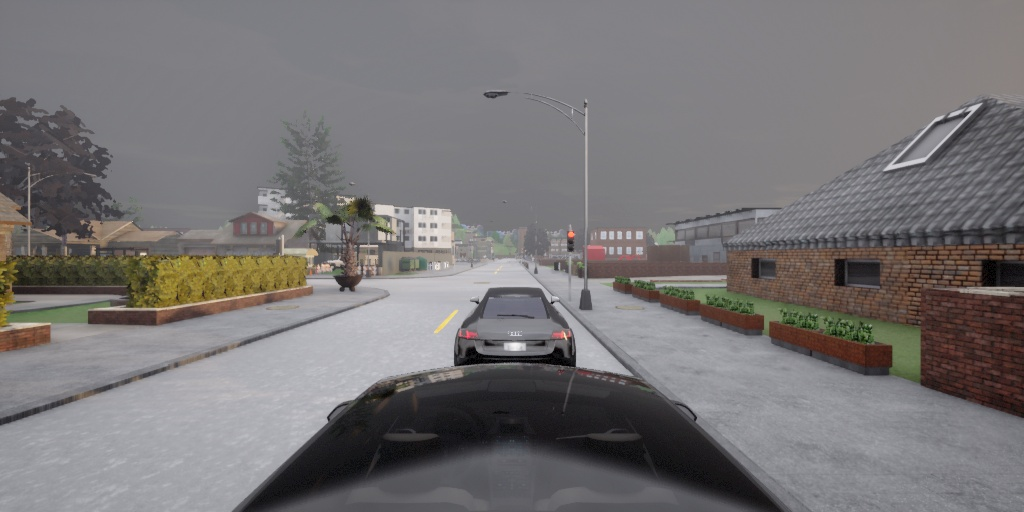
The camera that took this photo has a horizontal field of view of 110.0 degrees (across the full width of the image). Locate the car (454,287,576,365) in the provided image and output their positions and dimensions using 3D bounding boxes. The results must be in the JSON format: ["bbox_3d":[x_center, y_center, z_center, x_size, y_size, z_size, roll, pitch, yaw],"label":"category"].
[{"bbox_3d":[0.059,1.314,7.326,1.994,1.385,4.181,0,0,0],"label":"car"}]

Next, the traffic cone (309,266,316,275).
[{"bbox_3d":[-19.799,1.568,35.259,0.344,0.586,0.344,0,0,0],"label":"traffic cone"}]

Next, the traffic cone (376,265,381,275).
[{"bbox_3d":[-15.391,1.558,40.712,0.344,0.586,0.344,0,0,0],"label":"traffic cone"}]

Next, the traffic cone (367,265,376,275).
[{"bbox_3d":[-15.752,1.561,40.143,0.344,0.586,0.344,0,0,0],"label":"traffic cone"}]
